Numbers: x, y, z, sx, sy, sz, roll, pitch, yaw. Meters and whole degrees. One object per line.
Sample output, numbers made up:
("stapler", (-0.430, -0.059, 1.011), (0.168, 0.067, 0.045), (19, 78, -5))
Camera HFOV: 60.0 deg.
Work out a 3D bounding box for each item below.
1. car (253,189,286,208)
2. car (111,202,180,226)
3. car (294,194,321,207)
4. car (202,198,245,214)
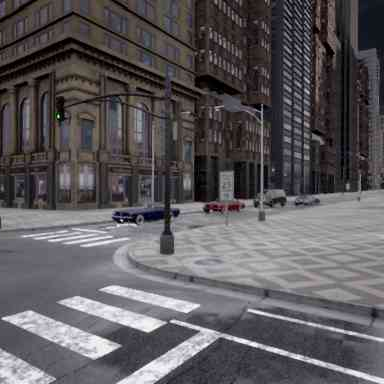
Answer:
("car", (9.035, 0.696, 38.323), (2.150, 2.045, 5.566), (0, 1, 36))
("car", (-2.908, 1.350, 21.583), (1.895, 1.301, 4.718), (0, 1, 36))
("car", (13.772, 0.987, 39.477), (2.033, 1.411, 5.357), (0, 1, 35))
("car", (2.895, 1.217, 29.716), (1.895, 1.301, 4.718), (0, 1, 35))
